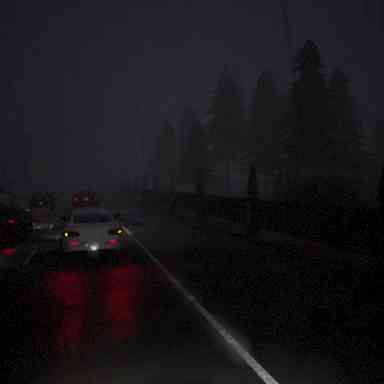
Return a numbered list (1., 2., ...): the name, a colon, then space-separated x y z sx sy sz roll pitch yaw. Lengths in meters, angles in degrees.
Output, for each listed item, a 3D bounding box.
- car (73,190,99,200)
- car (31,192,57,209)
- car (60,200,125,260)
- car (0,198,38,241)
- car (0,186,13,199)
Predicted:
1. car: -9.209 0.564 28.863 2.097 1.767 4.553 -1 2 -18
2. car: -13.097 0.698 29.497 1.882 1.535 5.008 -1 2 -18
3. car: -3.387 1.215 11.237 1.812 1.442 4.674 -1 2 -18
4. car: -8.004 1.201 14.104 1.994 1.385 4.181 -1 2 -18
5. car: -15.635 0.560 25.998 2.150 2.045 5.566 -1 2 -18
